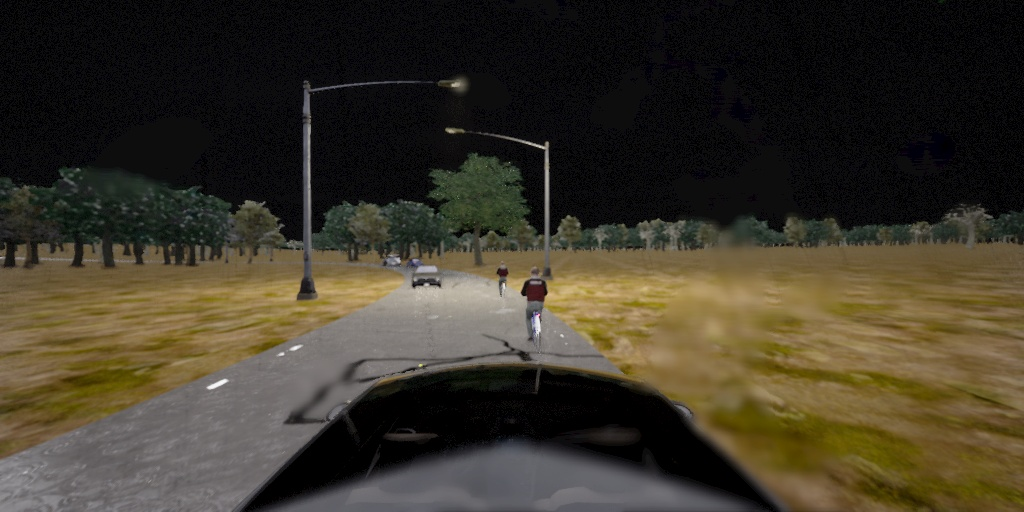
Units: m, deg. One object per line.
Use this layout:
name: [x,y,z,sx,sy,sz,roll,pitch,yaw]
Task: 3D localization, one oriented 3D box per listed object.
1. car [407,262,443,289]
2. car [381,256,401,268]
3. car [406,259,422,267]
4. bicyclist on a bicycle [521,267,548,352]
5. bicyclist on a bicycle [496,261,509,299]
car: [-5.637,1.321,23.964,2.033,1.411,5.357,0,0,-12]
car: [-20.719,1.160,61.059,2.128,1.511,4.902,-1,1,-31]
car: [-16.150,1.171,59.482,1.812,1.442,4.674,-1,1,-30]
bicyclist on a bicycle: [0.491,1.124,8.070,0.659,1.776,1.843,0,0,-4]
bicyclist on a bicycle: [-0.468,1.129,17.139,0.659,1.776,1.843,0,0,-8]
